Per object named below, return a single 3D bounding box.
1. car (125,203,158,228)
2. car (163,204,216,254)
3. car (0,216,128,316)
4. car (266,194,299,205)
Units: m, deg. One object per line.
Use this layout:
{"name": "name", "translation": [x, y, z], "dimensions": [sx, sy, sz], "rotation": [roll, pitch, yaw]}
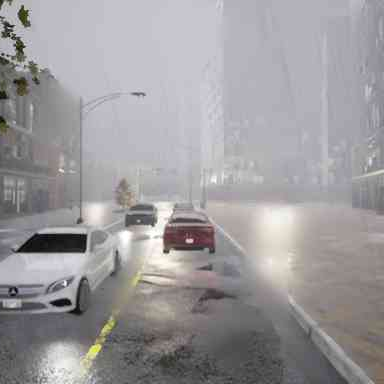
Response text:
{"name": "car", "translation": [-3.325, 1.473, 22.505], "dimensions": [1.882, 1.535, 5.008], "rotation": [0, 0, -3]}
{"name": "car", "translation": [-0.143, 1.477, 13.516], "dimensions": [1.882, 1.535, 5.008], "rotation": [0, 0, -1]}
{"name": "car", "translation": [-2.887, 1.525, 7.647], "dimensions": [1.812, 1.442, 4.674], "rotation": [0, 0, 0]}
{"name": "car", "translation": [13.966, 1.187, 51.548], "dimensions": [5.009, 1.841, 2.192], "rotation": [0, -1, 15]}
